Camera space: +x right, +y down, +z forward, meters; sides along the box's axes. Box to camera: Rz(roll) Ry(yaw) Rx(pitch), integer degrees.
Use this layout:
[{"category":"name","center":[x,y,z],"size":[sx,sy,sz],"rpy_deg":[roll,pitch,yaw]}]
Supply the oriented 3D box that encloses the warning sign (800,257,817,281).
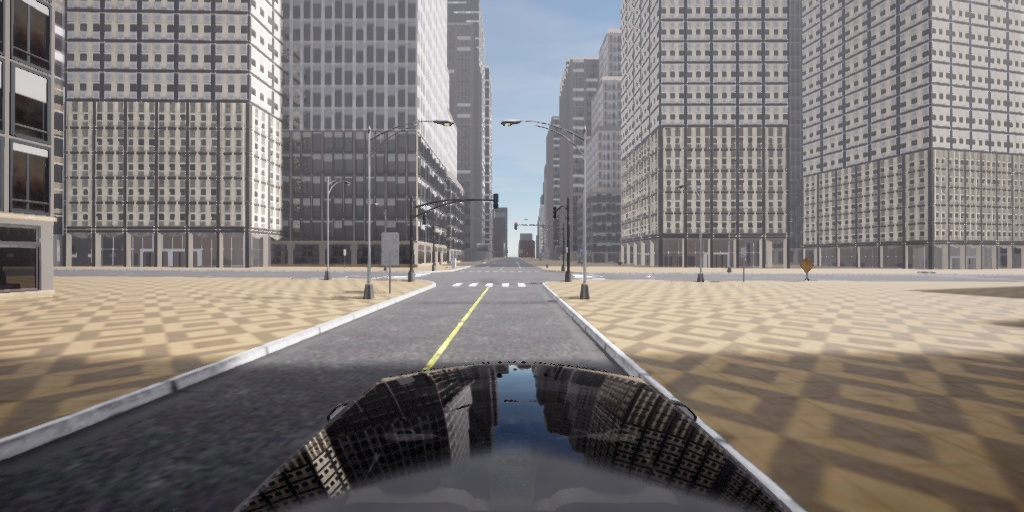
[{"category":"warning sign","center":[22.993,0.999,27.929],"size":[1.060,1.860,1.300],"rpy_deg":[0,0,-1]}]
